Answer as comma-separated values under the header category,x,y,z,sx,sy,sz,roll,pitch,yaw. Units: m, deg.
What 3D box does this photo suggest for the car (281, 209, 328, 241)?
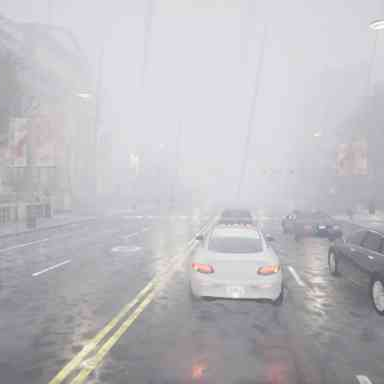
category,x,y,z,sx,sy,sz,roll,pitch,yaw
car,5.759,1.547,16.597,2.033,1.411,5.357,0,0,6

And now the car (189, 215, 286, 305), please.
category,x,y,z,sx,sy,sz,roll,pitch,yaw
car,1.034,1.526,8.031,1.812,1.442,4.674,0,0,7

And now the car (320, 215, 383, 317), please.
category,x,y,z,sx,sy,sz,roll,pitch,yaw
car,4.469,1.505,7.326,1.837,1.490,4.892,0,0,7

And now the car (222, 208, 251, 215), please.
category,x,y,z,sx,sy,sz,roll,pitch,yaw
car,2.322,1.547,17.488,2.033,1.411,5.357,0,0,8
